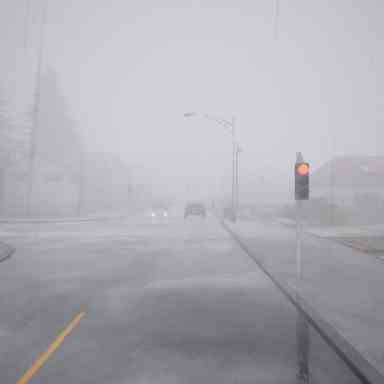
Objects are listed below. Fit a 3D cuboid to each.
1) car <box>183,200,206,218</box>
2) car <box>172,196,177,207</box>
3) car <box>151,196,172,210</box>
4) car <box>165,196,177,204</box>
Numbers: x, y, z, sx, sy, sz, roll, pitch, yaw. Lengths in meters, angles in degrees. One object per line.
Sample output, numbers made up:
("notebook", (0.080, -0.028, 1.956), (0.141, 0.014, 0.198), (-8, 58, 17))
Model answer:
("car", (0.247, 1.491, 30.464), (2.128, 1.511, 4.902), (0, 0, 0))
("car", (-3.934, 1.352, 52.306), (2.097, 1.767, 4.553), (0, 0, 0))
("car", (-3.971, 1.505, 42.263), (1.837, 1.490, 4.892), (0, 0, 0))
("car", (-3.869, 1.477, 62.378), (1.882, 1.535, 5.008), (0, 0, 1))
